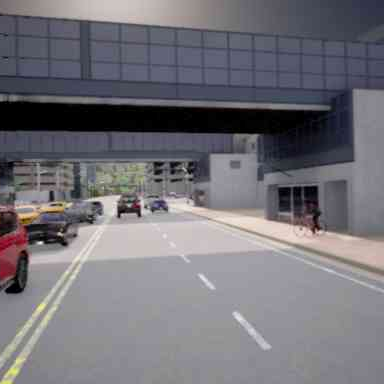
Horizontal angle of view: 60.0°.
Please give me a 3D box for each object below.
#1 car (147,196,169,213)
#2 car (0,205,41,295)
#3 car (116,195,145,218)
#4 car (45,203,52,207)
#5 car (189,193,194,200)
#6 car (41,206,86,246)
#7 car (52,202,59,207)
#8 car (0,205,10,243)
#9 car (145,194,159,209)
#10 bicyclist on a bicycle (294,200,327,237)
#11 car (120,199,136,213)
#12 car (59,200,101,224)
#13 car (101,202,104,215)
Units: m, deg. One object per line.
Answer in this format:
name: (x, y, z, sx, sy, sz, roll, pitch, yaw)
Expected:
car: (-3.768, 1.573, 38.250, 1.812, 1.442, 4.674, -1, 0, -11)
car: (-4.650, 1.319, 5.997, 2.150, 2.045, 5.566, -1, 0, -11)
car: (-5.984, 1.324, 31.651, 2.150, 2.045, 5.566, -1, 0, -11)
car: (-11.703, 1.714, 23.579, 1.882, 1.535, 5.008, -1, 0, -11)
car: (0.618, 1.060, 83.238, 1.932, 1.855, 4.605, -1, 0, -11)
car: (-6.647, 1.679, 16.041, 2.033, 1.411, 5.357, -1, 0, -11)
car: (-13.713, 1.749, 33.860, 1.882, 1.535, 5.008, -1, 0, -11)
car: (-9.917, 1.558, 14.530, 2.097, 1.767, 4.553, -1, 0, -11)
car: (-5.737, 1.304, 47.971, 2.150, 2.045, 5.566, -1, 0, -10)
bicyclist on a bicycle: (5.289, 1.172, 14.859, 1.656, 1.620, 0.582, -1, 0, -11)
car: (-7.890, 1.661, 41.162, 1.812, 1.442, 4.674, -1, 0, -11)
car: (-8.585, 1.517, 25.829, 2.097, 1.767, 4.553, -1, 0, -11)
car: (-10.553, 1.704, 35.956, 1.837, 1.490, 4.892, -1, 0, -11)
